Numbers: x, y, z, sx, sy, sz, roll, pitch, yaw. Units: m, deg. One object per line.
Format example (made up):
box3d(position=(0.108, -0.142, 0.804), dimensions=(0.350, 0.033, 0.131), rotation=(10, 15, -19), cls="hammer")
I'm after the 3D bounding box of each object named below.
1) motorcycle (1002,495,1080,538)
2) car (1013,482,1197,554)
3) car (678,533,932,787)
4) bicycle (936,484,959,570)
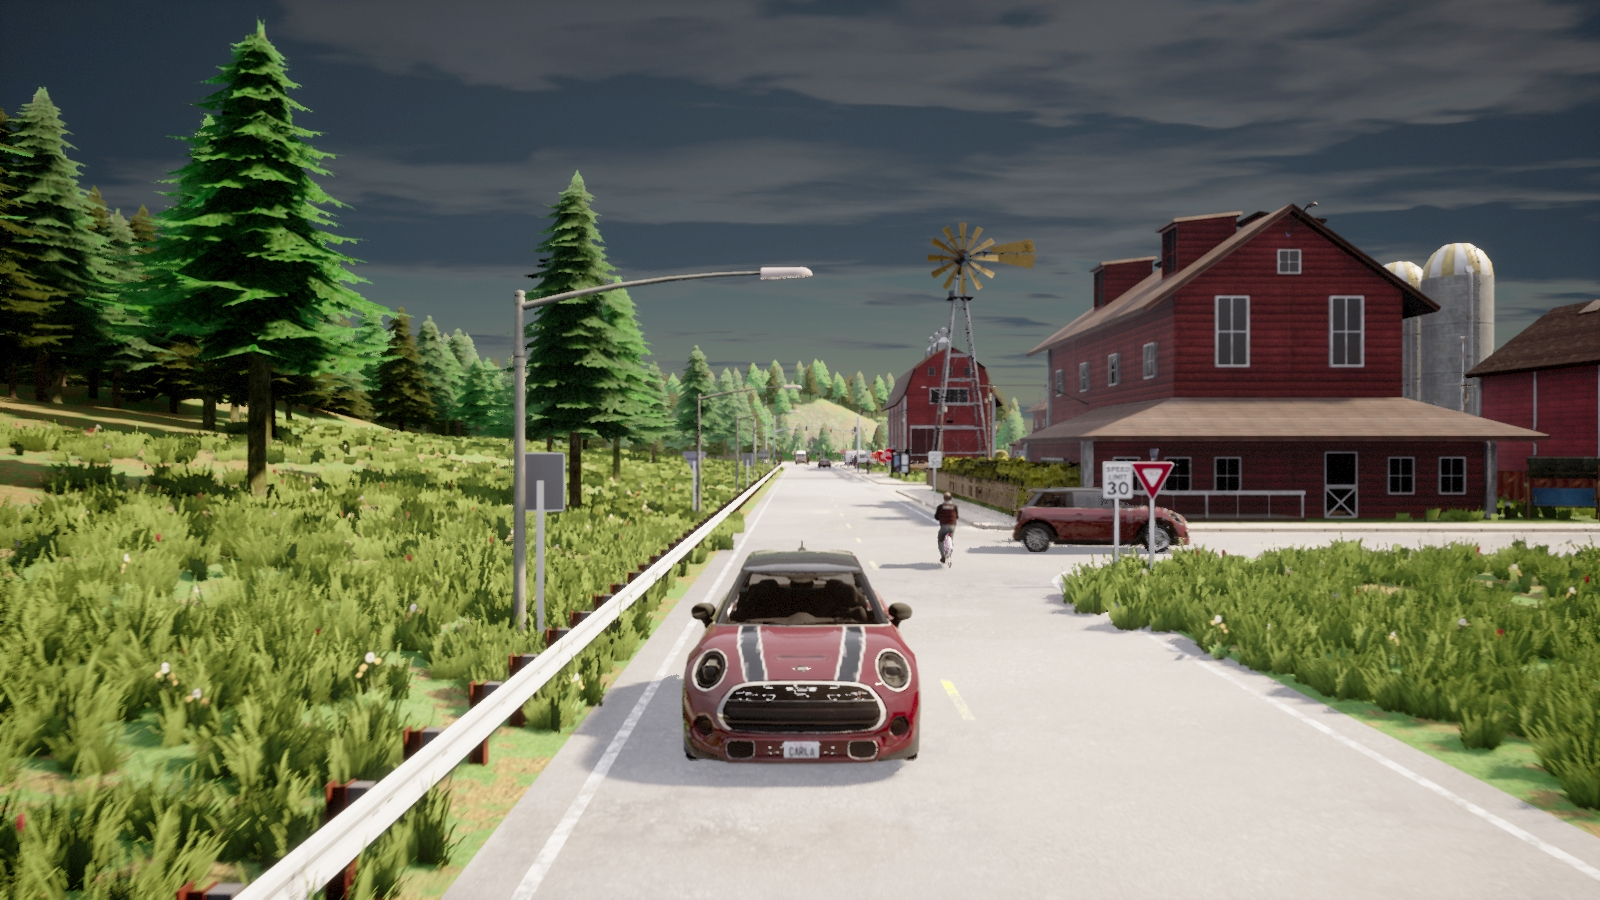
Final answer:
box3d(position=(7.509, 2.071, 35.696), dimensions=(2.209, 1.251, 0.867), rotation=(-1, 0, -5), cls="motorcycle")
box3d(position=(8.040, 1.771, 30.441), dimensions=(4.553, 1.767, 2.097), rotation=(-1, 0, 13), cls="car")
box3d(position=(0.050, 1.901, 11.715), dimensions=(2.097, 1.767, 4.553), rotation=(0, 0, 0), cls="car")
box3d(position=(3.503, 1.803, 27.243), dimensions=(0.329, 1.919, 1.835), rotation=(0, 0, 0), cls="bicycle")
